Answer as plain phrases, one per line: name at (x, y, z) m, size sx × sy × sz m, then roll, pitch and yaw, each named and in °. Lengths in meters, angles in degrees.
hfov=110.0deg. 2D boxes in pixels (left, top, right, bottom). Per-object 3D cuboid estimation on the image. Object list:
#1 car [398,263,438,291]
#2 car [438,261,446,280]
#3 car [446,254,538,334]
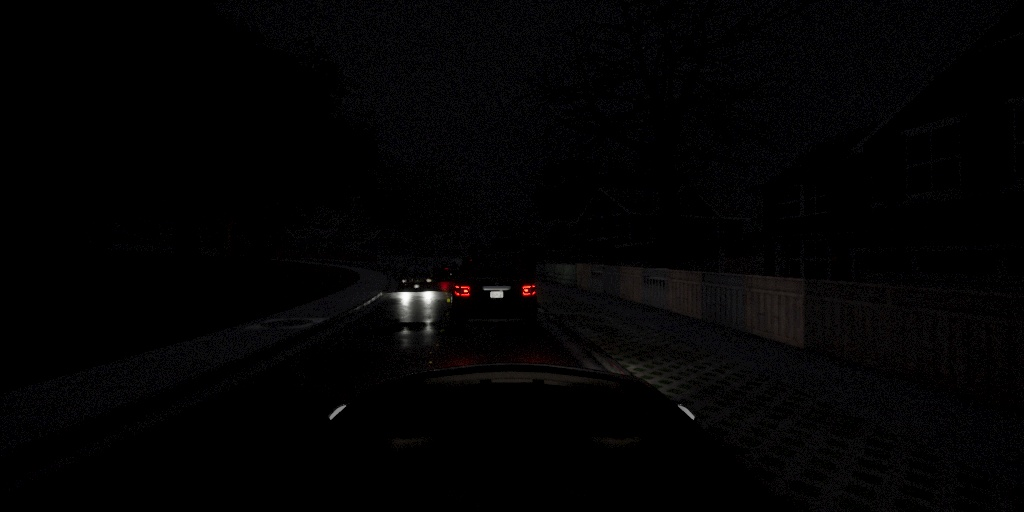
car at (-5.922, 1.262, 22.131) m, size 2.033 × 1.411 × 5.357 m, roll 0°, pitch 0°, yaw -16°
car at (-5.496, 1.174, 29.963) m, size 2.128 × 1.511 × 4.902 m, roll 0°, pitch 0°, yaw -20°
car at (-0.656, 0.973, 10.863) m, size 2.150 × 2.045 × 5.566 m, roll 0°, pitch 0°, yaw -7°
